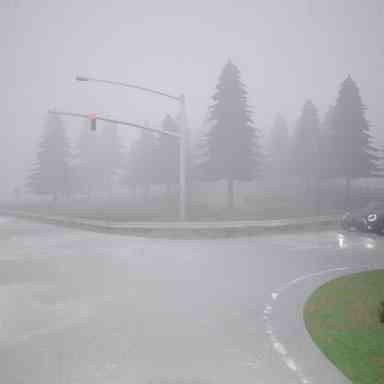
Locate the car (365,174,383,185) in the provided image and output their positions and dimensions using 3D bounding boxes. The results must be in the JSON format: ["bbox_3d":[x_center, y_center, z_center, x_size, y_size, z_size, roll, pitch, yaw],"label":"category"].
[{"bbox_3d":[28.020,-2.127,51.214,2.150,2.045,5.566,0,5,25],"label":"car"}]

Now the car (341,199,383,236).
[{"bbox_3d":[9.947,1.138,17.042,4.553,1.767,2.097,-2,1,-21],"label":"car"}]
